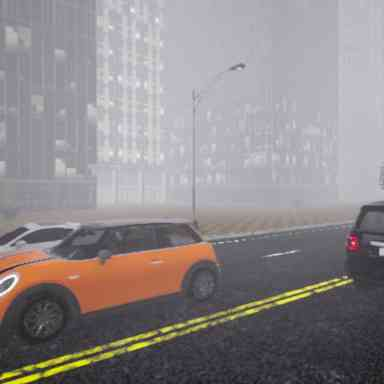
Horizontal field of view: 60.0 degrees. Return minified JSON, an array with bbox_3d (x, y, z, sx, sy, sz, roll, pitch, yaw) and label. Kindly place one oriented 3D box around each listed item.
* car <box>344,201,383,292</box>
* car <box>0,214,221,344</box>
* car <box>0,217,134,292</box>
[{"bbox_3d":[5.761,1.206,7.752,5.566,2.045,2.150,0,0,-37],"label":"car"},{"bbox_3d":[-1.665,1.353,6.563,4.553,1.767,2.097,0,0,-36],"label":"car"},{"bbox_3d":[-4.067,1.531,8.824,4.674,1.442,1.812,0,0,-36],"label":"car"}]
